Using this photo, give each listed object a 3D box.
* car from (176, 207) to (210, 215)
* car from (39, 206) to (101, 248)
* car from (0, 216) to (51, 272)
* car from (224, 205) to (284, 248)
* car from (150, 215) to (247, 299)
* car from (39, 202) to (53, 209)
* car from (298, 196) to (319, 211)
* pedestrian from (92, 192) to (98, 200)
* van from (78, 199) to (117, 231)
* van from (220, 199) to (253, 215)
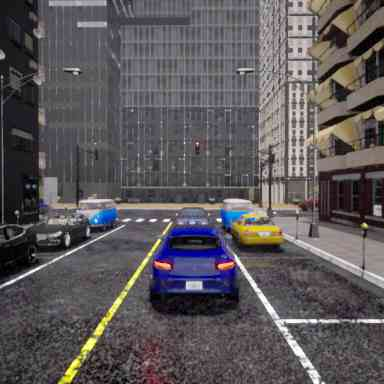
[{"bbox_3d":[0.046,1.542,18.551,2.033,1.411,5.357,0,0,1],"label":"car"},{"bbox_3d":[-5.711,1.546,14.429,2.008,1.369,4.403,-1,0,0],"label":"car"},{"bbox_3d":[-5.707,1.563,8.826,1.947,1.339,4.313,-1,0,0],"label":"car"},{"bbox_3d":[2.669,1.521,14.576,1.752,1.417,4.829,-1,0,0],"label":"car"},{"bbox_3d":[0.060,1.523,8.308,1.812,1.442,4.674,0,0,1],"label":"car"},{"bbox_3d":[-16.466,1.465,33.719,4.674,1.442,1.812,0,1,0],"label":"car"},{"bbox_3d":[15.208,1.334,39.348,5.009,1.841,2.192,0,1,0],"label":"car"},{"bbox_3d":[-12.425,0.881,42.427,0.375,1.860,0.375,0,1,0],"label":"pedestrian"},{"bbox_3d":[-5.718,1.335,20.030,1.690,1.788,3.998,-1,0,0],"label":"van"},{"bbox_3d":[2.662,1.335,20.008,1.690,1.788,3.998,-1,0,0],"label":"van"}]
